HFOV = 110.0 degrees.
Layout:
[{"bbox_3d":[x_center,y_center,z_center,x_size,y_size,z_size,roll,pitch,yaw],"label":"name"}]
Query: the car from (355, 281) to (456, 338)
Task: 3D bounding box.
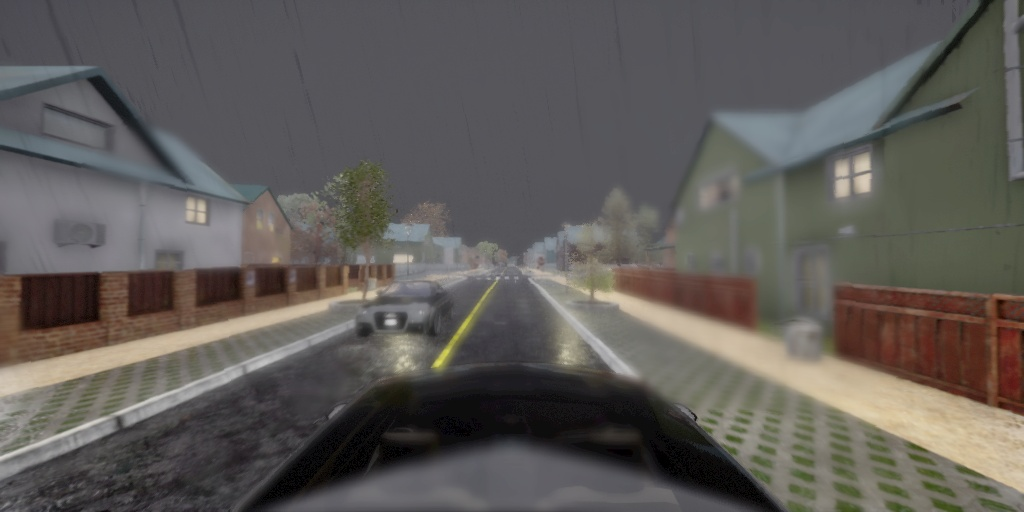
[{"bbox_3d":[-2.847,1.428,10.475,1.994,1.385,4.181,0,-1,0],"label":"car"}]
